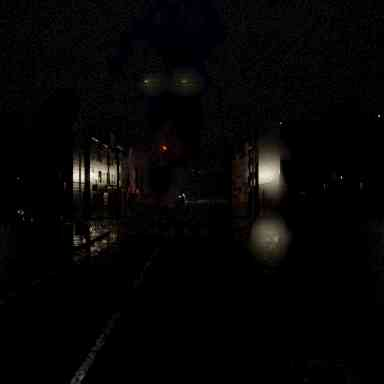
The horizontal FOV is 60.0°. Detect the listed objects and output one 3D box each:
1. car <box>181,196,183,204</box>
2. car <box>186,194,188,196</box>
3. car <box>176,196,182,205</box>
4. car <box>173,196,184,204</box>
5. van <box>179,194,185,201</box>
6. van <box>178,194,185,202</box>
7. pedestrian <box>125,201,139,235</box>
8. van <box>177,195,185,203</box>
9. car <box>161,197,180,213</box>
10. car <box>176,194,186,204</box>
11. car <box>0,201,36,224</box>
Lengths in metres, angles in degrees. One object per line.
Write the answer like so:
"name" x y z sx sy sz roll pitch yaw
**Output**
"car" -2.637 1.652 49.596 1.802 1.307 4.206 0 0 0
"car" -2.638 1.457 72.018 2.192 1.841 5.009 0 0 0
"car" -2.636 1.601 43.991 1.887 1.381 4.507 0 0 0
"car" -2.638 1.562 66.412 1.967 1.590 4.097 0 0 0
"van" -2.639 1.547 88.835 1.690 1.788 3.998 0 0 0
"van" -2.639 1.524 83.229 1.690 1.788 3.998 0 0 0
"pedestrian" -3.154 1.305 17.529 0.375 1.860 0.375 0 0 0
"van" -2.638 1.503 77.624 1.690 1.788 3.998 0 0 0
"car" -2.635 1.569 38.216 1.752 1.417 4.829 0 0 0
"car" -2.637 1.544 60.807 1.967 1.590 4.097 0 0 0
"car" -13.469 1.383 23.307 4.553 1.767 2.097 0 0 -1
